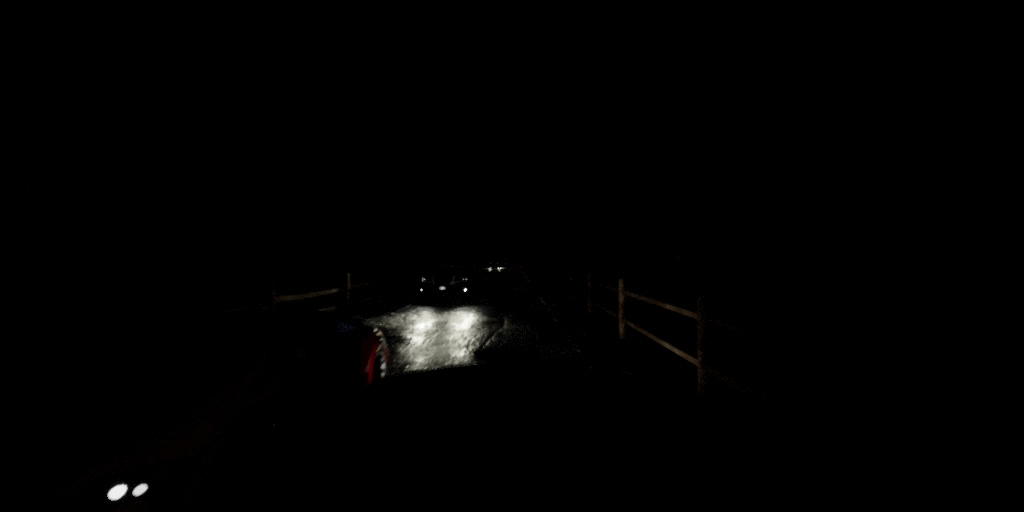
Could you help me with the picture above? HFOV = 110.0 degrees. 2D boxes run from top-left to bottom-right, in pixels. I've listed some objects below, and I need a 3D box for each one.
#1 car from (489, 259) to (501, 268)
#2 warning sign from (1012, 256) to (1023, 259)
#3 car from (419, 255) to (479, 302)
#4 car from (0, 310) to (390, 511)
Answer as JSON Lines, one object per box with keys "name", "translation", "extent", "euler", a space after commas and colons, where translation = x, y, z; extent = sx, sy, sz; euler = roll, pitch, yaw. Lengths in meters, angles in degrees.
{"name": "car", "translation": [-2.889, 1.175, 60.913], "extent": [1.882, 1.535, 5.008], "euler": [0, 0, 1]}
{"name": "warning sign", "translation": [2.454, 0.863, 1.065], "extent": [1.300, 1.860, 1.060], "euler": [0, 0, 0]}
{"name": "car", "translation": [-2.859, 0.965, 17.414], "extent": [2.150, 2.045, 5.566], "euler": [0, 0, 0]}
{"name": "car", "translation": [-2.848, 1.316, 3.768], "extent": [1.994, 1.385, 4.181], "euler": [0, 0, 0]}
